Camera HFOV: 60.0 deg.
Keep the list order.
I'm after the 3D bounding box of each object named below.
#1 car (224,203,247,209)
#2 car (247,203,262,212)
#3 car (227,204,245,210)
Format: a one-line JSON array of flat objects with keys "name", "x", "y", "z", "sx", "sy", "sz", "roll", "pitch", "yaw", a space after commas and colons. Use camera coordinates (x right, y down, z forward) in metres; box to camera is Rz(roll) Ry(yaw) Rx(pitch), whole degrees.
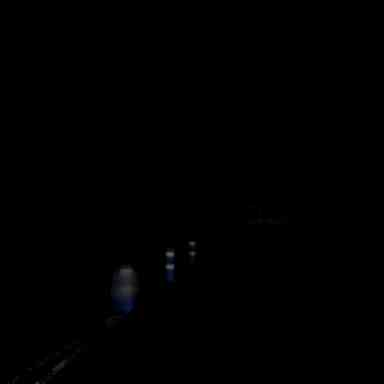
[{"name": "car", "x": 12.047, "y": 4.075, "z": 91.247, "sx": 5.366, "sy": 1.575, "sz": 1.946, "roll": 0, "pitch": -3, "yaw": 14}, {"name": "car", "x": 12.294, "y": 2.980, "z": 64.330, "sx": 2.097, "sy": 1.767, "sz": 4.553, "roll": 0, "pitch": -2, "yaw": 15}, {"name": "car", "x": 12.546, "y": 4.219, "z": 93.974, "sx": 4.892, "sy": 1.521, "sz": 2.231, "roll": 0, "pitch": -3, "yaw": 14}]
